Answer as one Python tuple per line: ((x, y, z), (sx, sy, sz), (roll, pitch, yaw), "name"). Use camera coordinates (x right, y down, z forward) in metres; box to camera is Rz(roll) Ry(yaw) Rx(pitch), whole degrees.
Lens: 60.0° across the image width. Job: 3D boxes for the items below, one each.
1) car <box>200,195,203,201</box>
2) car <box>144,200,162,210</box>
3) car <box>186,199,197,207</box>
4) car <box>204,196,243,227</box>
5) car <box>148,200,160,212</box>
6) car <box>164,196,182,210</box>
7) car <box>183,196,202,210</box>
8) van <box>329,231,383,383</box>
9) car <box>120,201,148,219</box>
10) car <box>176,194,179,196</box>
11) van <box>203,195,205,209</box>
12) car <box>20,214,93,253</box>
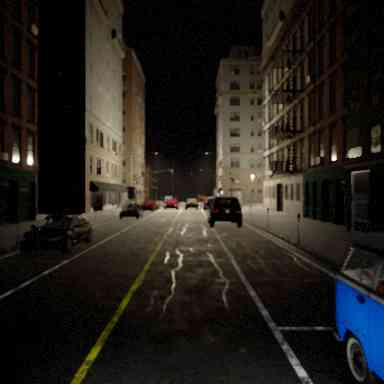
((2.574, 1.520, 46.857), (2.192, 1.841, 5.009), (0, 0, 0), "car")
((-5.451, 1.772, 46.844), (1.947, 1.339, 4.313), (0, 0, 0), "car")
((-0.080, 1.848, 57.736), (1.895, 1.301, 4.718), (0, 0, 0), "car")
((2.237, 1.333, 23.702), (2.150, 2.045, 5.566), (0, 0, 0), "car")
((-5.444, 1.727, 41.334), (1.887, 1.381, 4.507), (0, 0, 0), "car")
((-2.852, 1.683, 46.834), (1.882, 1.535, 5.008), (0, 0, 0), "car")
((-0.013, 1.695, 46.540), (2.128, 1.511, 4.902), (0, 0, 1), "car")
((2.633, 1.354, 2.769), (1.690, 1.788, 3.998), (0, 0, 0), "van")
((-5.429, 1.717, 30.311), (1.802, 1.307, 4.206), (0, 0, 0), "car")
((-5.532, 1.949, 95.026), (1.887, 1.381, 4.507), (0, 0, 0), "car")
((2.581, 1.523, 41.345), (1.690, 1.788, 3.998), (0, 0, 0), "van")
((-5.406, 1.612, 13.778), (2.008, 1.369, 4.403), (0, 0, 0), "car")
